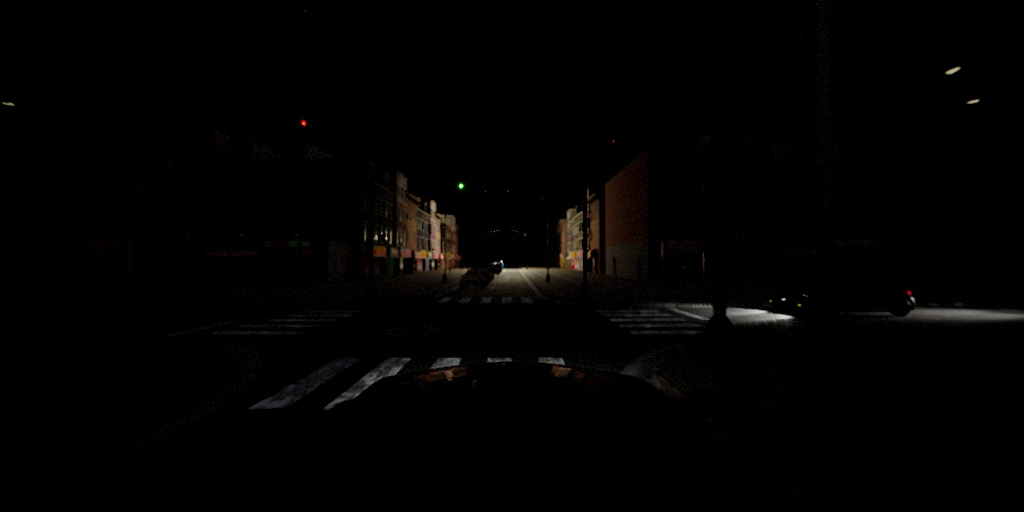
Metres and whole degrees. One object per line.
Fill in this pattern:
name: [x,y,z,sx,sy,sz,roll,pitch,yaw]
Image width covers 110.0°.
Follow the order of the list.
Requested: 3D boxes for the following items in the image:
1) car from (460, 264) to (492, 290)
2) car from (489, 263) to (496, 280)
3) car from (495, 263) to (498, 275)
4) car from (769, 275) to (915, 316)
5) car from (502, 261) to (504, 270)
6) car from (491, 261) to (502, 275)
car: [-2.650,1.523,25.283,1.751,1.417,4.829,0,0,0]
car: [-2.652,1.606,31.057,1.888,1.381,4.507,0,0,0]
car: [-2.655,1.707,36.662,1.802,1.307,4.207,0,0,0]
car: [12.044,1.414,13.280,4.181,1.385,1.994,0,-1,0]
car: [-2.663,1.767,53.476,1.967,1.591,4.097,0,0,0]
car: [-2.660,1.698,47.871,1.967,1.591,4.097,0,0,0]
